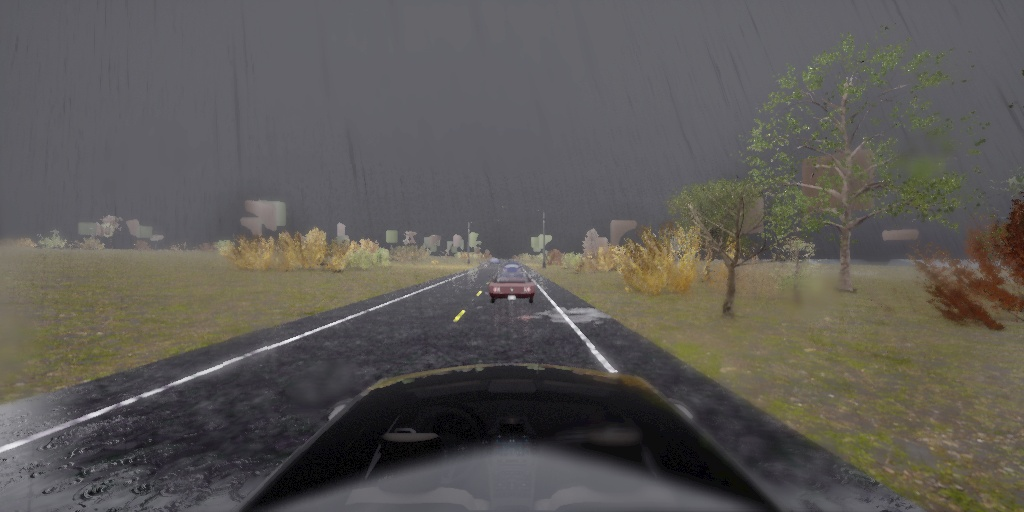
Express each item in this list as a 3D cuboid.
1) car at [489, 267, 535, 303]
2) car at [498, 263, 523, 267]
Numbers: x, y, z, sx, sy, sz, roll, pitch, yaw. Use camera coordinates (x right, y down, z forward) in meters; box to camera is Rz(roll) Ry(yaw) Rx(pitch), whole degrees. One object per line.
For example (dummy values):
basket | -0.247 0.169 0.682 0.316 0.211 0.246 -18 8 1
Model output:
car | 0.000 1.368 16.531 1.895 1.301 4.718 0 0 0
car | 0.000 1.293 31.501 1.812 1.442 4.674 0 0 0
